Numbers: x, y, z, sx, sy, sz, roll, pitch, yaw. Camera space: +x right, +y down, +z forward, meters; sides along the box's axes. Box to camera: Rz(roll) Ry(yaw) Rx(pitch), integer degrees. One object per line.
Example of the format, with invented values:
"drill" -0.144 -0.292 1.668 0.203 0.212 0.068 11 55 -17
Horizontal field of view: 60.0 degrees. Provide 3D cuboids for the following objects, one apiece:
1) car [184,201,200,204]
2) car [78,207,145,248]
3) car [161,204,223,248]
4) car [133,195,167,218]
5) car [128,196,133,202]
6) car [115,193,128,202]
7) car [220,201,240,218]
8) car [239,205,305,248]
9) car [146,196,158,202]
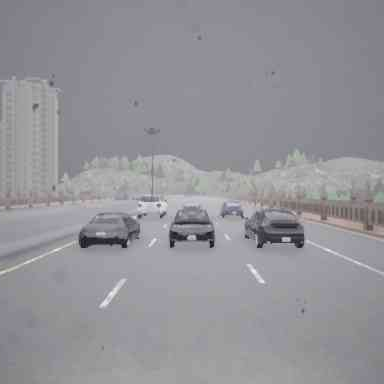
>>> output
"car" 0.000 1.533 29.768 1.812 1.442 4.674 0 0 0
"car" -3.500 1.572 14.770 1.994 1.385 4.181 0 0 0
"car" 0.000 1.495 14.770 2.128 1.511 4.902 0 0 0
"car" -3.500 1.258 29.800 2.150 2.045 5.566 0 0 0
"car" -12.816 1.421 77.854 1.882 1.535 5.008 0 0 2
"car" -16.316 1.169 77.925 2.150 2.045 5.566 0 0 2
"car" 3.500 1.533 29.766 1.812 1.442 4.674 0 0 0
"car" 3.500 1.516 14.770 1.837 1.490 4.892 0 0 0
"car" -9.319 1.539 77.723 1.895 1.301 4.718 0 0 2
